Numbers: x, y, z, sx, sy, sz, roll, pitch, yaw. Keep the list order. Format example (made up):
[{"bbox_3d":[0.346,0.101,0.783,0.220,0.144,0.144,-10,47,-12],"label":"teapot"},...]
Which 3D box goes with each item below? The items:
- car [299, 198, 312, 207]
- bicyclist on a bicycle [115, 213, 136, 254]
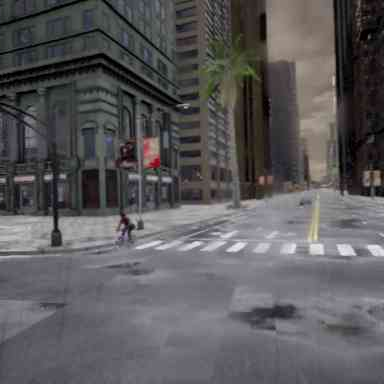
[{"bbox_3d":[18.228,1.610,53.290,1.895,1.301,4.718,-2,-1,21],"label":"car"},{"bbox_3d":[-2.738,1.687,13.737,0.582,1.620,1.656,-2,-1,21],"label":"bicyclist on a bicycle"}]
